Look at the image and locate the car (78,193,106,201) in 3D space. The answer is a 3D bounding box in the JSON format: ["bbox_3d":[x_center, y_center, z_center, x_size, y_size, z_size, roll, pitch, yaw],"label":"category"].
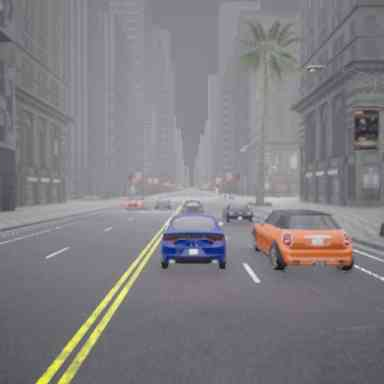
[{"bbox_3d":[-23.863,1.490,79.267,4.829,1.417,1.752,-1,1,0],"label":"car"}]

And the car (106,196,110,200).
[{"bbox_3d":[-24.005,1.434,87.795,4.507,1.381,1.887,-1,1,0],"label":"car"}]

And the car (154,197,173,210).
[{"bbox_3d":[-3.357,1.367,39.313,1.812,1.442,4.674,0,0,0],"label":"car"}]

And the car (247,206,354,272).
[{"bbox_3d":[3.312,1.310,10.855,2.097,1.767,4.553,0,0,0],"label":"car"}]

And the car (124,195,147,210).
[{"bbox_3d":[-6.605,1.192,39.356,2.097,1.767,4.553,0,0,0],"label":"car"}]

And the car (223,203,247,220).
[{"bbox_3d":[3.304,1.504,25.011,1.895,1.301,4.718,0,0,0],"label":"car"}]

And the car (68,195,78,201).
[{"bbox_3d":[-29.096,1.274,87.806,5.009,1.841,2.192,-1,1,0],"label":"car"}]

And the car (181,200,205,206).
[{"bbox_3d":[0.068,1.419,27.477,1.812,1.442,4.674,0,0,0],"label":"car"}]

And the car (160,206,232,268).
[{"bbox_3d":[0.063,1.435,11.181,1.882,1.535,5.008,0,-1,1],"label":"car"}]
